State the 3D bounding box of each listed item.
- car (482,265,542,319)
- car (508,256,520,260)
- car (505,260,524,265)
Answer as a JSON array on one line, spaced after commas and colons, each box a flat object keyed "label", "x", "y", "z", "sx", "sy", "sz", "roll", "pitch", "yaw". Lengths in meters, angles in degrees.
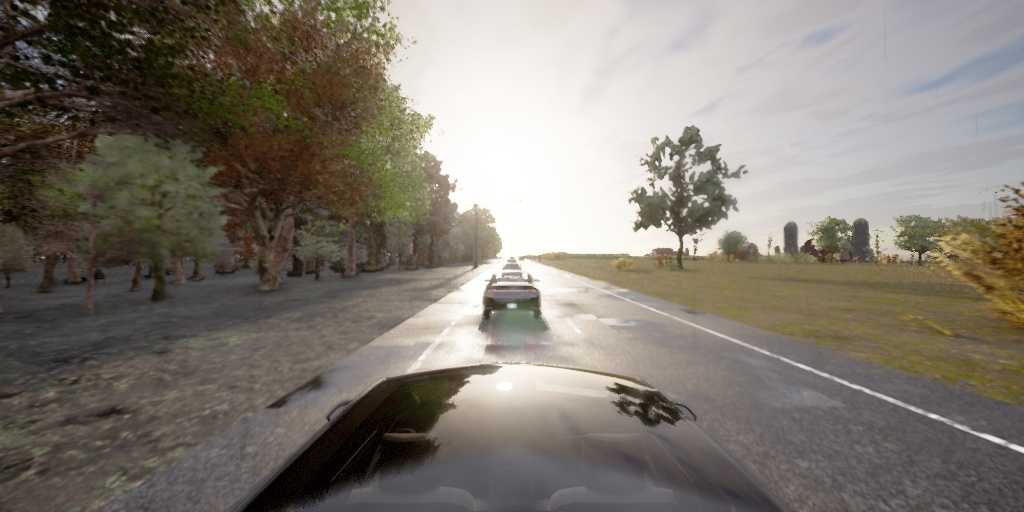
[{"label": "car", "x": 0.002, "y": 1.246, "z": 12.886, "sx": 2.128, "sy": 1.511, "sz": 4.902, "roll": 0, "pitch": 0, "yaw": 0}, {"label": "car", "x": 0.015, "y": 1.221, "z": 64.319, "sx": 1.837, "sy": 1.490, "sz": 4.892, "roll": 0, "pitch": 0, "yaw": 0}, {"label": "car", "x": 0.009, "y": 1.305, "z": 33.933, "sx": 1.994, "sy": 1.385, "sz": 4.181, "roll": 0, "pitch": 0, "yaw": 0}]
